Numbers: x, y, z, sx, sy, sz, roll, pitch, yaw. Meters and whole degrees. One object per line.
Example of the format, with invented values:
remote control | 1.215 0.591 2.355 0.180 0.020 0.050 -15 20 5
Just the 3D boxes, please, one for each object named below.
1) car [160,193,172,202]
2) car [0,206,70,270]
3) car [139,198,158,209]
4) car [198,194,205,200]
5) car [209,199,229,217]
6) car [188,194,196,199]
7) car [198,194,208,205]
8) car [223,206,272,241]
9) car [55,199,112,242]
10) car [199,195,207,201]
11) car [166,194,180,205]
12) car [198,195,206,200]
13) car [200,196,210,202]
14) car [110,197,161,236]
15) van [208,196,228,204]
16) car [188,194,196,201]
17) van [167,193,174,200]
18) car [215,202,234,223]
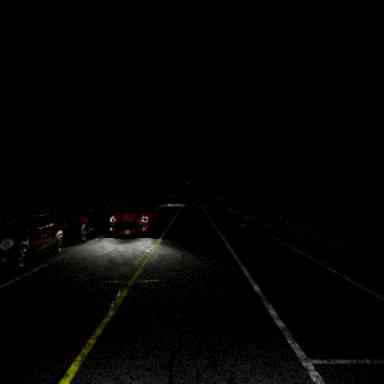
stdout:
car | -5.751 1.363 67.154 1.967 1.590 4.097 0 0 0
car | -5.764 1.429 10.745 1.967 1.590 4.097 0 0 0
car | -5.756 1.496 44.591 1.887 1.381 4.507 0 0 0
car | 2.782 1.312 95.359 1.967 1.590 4.097 0 0 0
car | 2.766 1.536 27.670 1.947 1.339 4.313 0 0 0
car | 0.022 1.262 95.218 2.128 1.511 4.902 0 0 0
car | 2.373 1.413 57.609 1.882 1.535 5.008 0 0 0
car | 2.763 1.565 16.389 1.802 1.307 4.206 0 0 0
car | -5.763 1.298 16.386 2.192 1.841 5.009 0 0 0
car | 2.779 1.419 84.247 1.752 1.417 4.829 0 0 0
car | -3.024 1.481 59.415 2.033 1.411 5.357 0 0 1
car | 2.781 1.434 89.717 2.008 1.369 4.403 0 0 0
car | 2.776 1.480 72.795 1.947 1.339 4.313 0 0 0
car | -3.097 1.333 18.206 2.097 1.767 4.553 0 0 0
van | 2.766 1.305 33.310 1.690 1.788 3.998 0 0 0
car | 0.017 1.372 75.905 1.812 1.442 4.674 0 0 0
van | -5.745 1.225 89.718 1.690 1.788 3.998 0 0 0
car | 2.765 1.559 22.029 1.802 1.307 4.206 0 0 0
